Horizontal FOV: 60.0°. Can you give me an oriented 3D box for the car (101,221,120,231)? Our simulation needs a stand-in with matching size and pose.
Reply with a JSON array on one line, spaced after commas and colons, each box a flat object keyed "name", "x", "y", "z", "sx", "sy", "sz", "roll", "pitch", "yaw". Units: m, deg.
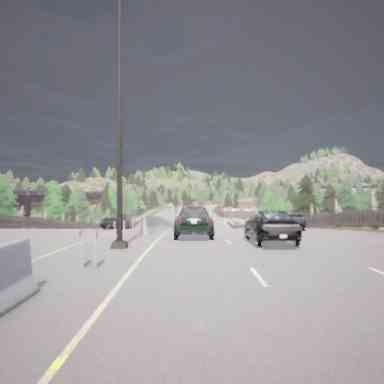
[{"name": "car", "x": -13.989, "y": 5.882, "z": 57.337, "sx": 2.128, "sy": 1.511, "sz": 4.902, "roll": 0, "pitch": -7, "yaw": 0}]

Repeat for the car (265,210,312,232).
[{"name": "car", "x": 7.104, "y": 2.155, "z": 25.196, "sx": 2.128, "sy": 1.511, "sz": 4.902, "roll": 0, "pitch": -4, "yaw": 0}]

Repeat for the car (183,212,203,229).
[{"name": "car", "x": 0.106, "y": 3.285, "z": 37.720, "sx": 2.097, "sy": 1.767, "sz": 4.553, "roll": 0, "pitch": -7, "yaw": 0}]

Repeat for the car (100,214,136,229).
[{"name": "car", "x": -7.034, "y": 2.743, "z": 31.201, "sx": 2.033, "sy": 1.411, "sz": 5.357, "roll": 0, "pitch": -6, "yaw": 0}]

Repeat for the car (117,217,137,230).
[{"name": "car", "x": -10.488, "y": 5.213, "z": 54.363, "sx": 2.150, "sy": 2.045, "sz": 5.566, "roll": 0, "pitch": -7, "yaw": 0}]

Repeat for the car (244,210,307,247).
[{"name": "car", "x": 3.602, "y": 1.622, "z": 15.504, "sx": 2.128, "sy": 1.511, "sz": 4.902, "roll": 0, "pitch": -2, "yaw": 0}]

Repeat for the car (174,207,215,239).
[{"name": "car", "x": 0.103, "y": 1.616, "z": 18.739, "sx": 2.097, "sy": 1.767, "sz": 4.553, "roll": 0, "pitch": -3, "yaw": 0}]
